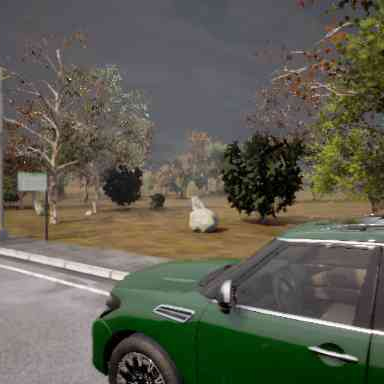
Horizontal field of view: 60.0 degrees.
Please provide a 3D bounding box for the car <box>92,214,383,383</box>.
[{"bbox_3d":[1.569,1.221,2.875,5.566,2.045,2.150,0,0,35],"label":"car"}]
